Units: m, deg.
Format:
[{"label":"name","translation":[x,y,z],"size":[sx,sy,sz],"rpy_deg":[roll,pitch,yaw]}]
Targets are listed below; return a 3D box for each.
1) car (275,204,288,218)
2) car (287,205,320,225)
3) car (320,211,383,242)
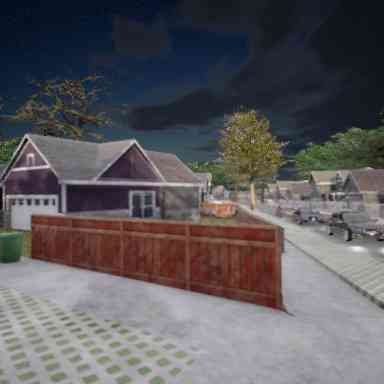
[{"label":"car","translation":[10.991,2.189,39.176],"size":[1.812,1.442,4.674],"rpy_deg":[-1,-1,6]},{"label":"car","translation":[9.975,2.072,28.895],"size":[1.994,1.385,4.181],"rpy_deg":[-1,-1,4]},{"label":"car","translation":[9.020,1.863,18.669],"size":[1.837,1.490,4.892],"rpy_deg":[-1,-1,5]}]
